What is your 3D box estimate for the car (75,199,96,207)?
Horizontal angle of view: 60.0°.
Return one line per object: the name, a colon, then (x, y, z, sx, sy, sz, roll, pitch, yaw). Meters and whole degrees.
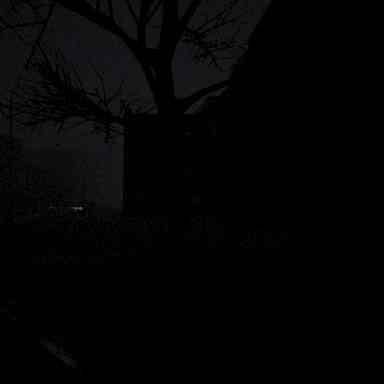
car: (-17.277, 1.797, 53.999, 1.994, 1.385, 4.181, 1, 0, 11)
